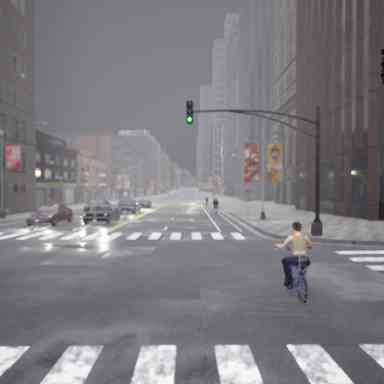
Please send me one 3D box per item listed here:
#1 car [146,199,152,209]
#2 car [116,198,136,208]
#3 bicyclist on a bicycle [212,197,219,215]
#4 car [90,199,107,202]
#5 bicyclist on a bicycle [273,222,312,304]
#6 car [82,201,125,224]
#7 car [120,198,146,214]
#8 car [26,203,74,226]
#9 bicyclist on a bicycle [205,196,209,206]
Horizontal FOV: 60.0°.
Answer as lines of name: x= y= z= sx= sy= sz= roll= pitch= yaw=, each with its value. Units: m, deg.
car: x=-6.591 y=1.590 z=45.483 sx=1.994 sy=1.385 sz=4.181 roll=0 pitch=0 yaw=0
car: x=-9.817 y=1.575 z=49.914 sx=2.033 sy=1.411 sz=5.357 roll=0 pitch=0 yaw=0
bicyclist on a bicycle: x=2.243 y=1.393 z=31.577 sx=0.659 sy=1.776 sz=1.843 roll=0 pitch=0 yaw=0
car: x=-9.848 y=1.500 z=34.952 sx=1.882 sy=1.535 sz=5.008 roll=0 pitch=0 yaw=0
bicyclist on a bicycle: x=2.237 y=1.446 z=7.197 sx=0.866 sy=1.612 sz=1.509 roll=0 pitch=0 yaw=0
car: x=-6.601 y=1.616 z=24.783 sx=1.895 sy=1.301 sz=4.718 roll=0 pitch=0 yaw=0
car: x=-6.599 y=1.570 z=35.415 sx=2.033 sy=1.411 sz=5.357 roll=0 pitch=0 yaw=0
car: x=-9.843 y=1.539 z=23.444 sx=1.812 sy=1.442 sz=4.674 roll=0 pitch=0 yaw=0
bicyclist on a bicycle: x=2.241 y=1.483 z=50.211 sx=0.582 sy=1.620 sz=1.656 roll=0 pitch=0 yaw=0
